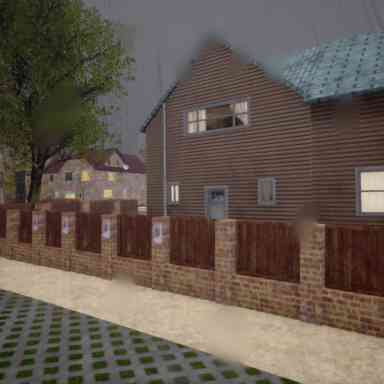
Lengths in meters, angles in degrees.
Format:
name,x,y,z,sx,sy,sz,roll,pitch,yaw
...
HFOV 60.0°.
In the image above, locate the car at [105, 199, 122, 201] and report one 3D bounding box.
name,x,y,z,sx,sy,sz,roll,pitch,yaw
car,-7.690,1.411,30.933,1.837,1.490,4.892,-1,0,29
